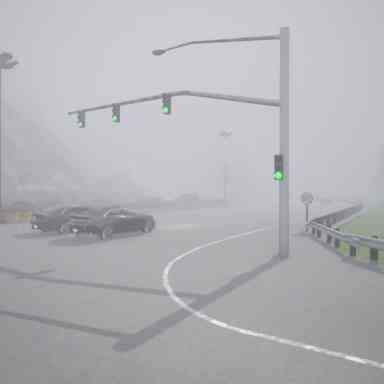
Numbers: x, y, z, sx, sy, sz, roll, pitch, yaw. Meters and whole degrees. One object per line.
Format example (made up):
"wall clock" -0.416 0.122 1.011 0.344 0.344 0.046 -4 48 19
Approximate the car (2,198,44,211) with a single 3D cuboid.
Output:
"car" -16.220 1.506 30.282 1.994 1.385 4.181 0 0 33

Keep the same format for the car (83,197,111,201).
"car" -10.794 1.545 38.796 1.895 1.301 4.718 0 0 33

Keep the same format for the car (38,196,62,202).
"car" -19.681 1.276 44.391 2.097 1.767 4.553 0 0 32

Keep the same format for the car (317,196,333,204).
"car" 25.596 1.551 63.312 1.994 1.385 4.181 0 0 16

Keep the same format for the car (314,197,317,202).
"car" 28.149 1.523 72.901 2.033 1.411 5.357 0 0 7

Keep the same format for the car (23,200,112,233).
"car" -6.617 1.476 18.928 1.837 1.490 4.892 0 1 33

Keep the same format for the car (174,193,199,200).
"car" -0.825 1.169 54.870 2.150 2.045 5.566 0 0 29

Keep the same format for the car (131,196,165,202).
"car" -5.767 1.438 46.752 2.128 1.511 4.902 0 0 32

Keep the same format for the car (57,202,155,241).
"car" -3.856 1.468 16.748 2.128 1.511 4.902 0 0 33

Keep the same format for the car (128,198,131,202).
"car" -9.684 1.419 60.504 2.128 1.511 4.902 0 0 29
